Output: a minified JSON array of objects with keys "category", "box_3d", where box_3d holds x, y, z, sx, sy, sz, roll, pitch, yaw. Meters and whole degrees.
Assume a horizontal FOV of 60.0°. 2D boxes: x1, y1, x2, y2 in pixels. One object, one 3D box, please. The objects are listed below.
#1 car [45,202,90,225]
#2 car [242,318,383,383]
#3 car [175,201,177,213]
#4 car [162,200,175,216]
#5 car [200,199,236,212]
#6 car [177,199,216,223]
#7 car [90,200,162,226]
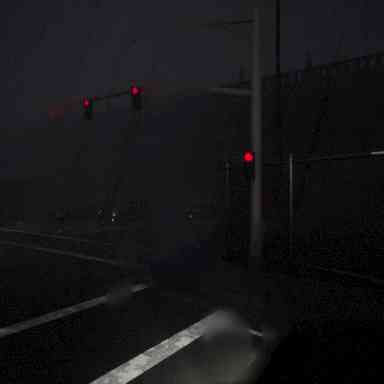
[{"category":"car","box_3d":[-8.410,1.533,24.855,1.882,1.535,5.008,0,0,35]},{"category":"car","box_3d":[2.931,1.547,1.876,5.357,1.411,2.033,0,0,36]},{"category":"car","box_3d":[0.876,1.533,31.867,1.882,1.535,5.008,0,0,35]},{"category":"car","box_3d":[-2.682,1.533,32.907,1.882,1.535,5.008,0,0,35]},{"category":"car","box_3d":[3.300,1.603,41.314,2.033,1.411,5.357,0,0,35]},{"category":"car","box_3d":[1.329,1.547,26.124,2.128,1.511,4.902,0,0,35]},{"category":"car","box_3d":[-4.670,1.407,24.072,2.097,1.767,4.553,0,0,35]}]
